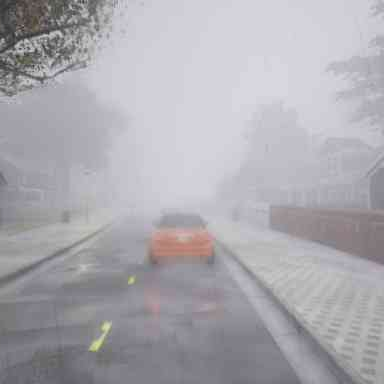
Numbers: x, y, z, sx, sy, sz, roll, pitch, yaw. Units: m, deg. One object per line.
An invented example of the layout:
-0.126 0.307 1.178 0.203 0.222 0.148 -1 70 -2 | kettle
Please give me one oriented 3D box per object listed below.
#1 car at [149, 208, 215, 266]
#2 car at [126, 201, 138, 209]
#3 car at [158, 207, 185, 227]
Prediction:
-0.406 1.496 12.357 2.097 1.767 4.553 0 -1 -3 | car
-10.321 2.250 56.983 1.994 1.385 4.181 0 -1 -14 | car
-1.716 1.916 26.841 1.895 1.301 4.718 0 -1 -7 | car
